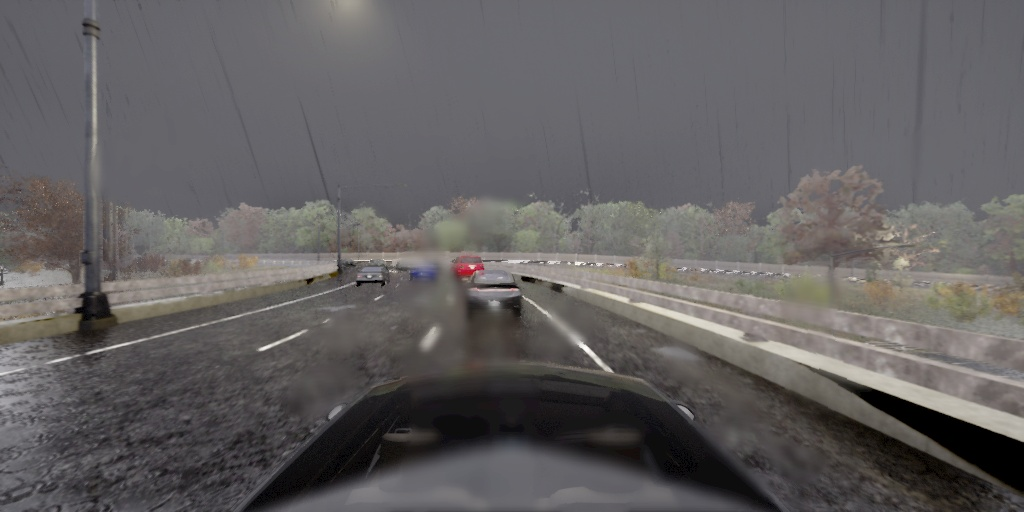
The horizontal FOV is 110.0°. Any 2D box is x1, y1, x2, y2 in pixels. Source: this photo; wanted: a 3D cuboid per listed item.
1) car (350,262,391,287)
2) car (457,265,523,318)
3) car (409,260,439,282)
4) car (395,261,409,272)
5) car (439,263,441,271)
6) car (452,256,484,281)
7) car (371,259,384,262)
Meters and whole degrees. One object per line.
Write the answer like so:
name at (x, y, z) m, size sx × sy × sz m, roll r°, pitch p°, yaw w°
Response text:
car at (-9.715, 1.354, 25.359) m, size 2.033 × 1.411 × 5.357 m, roll 0°, pitch 0°, yaw -14°
car at (-0.744, 1.247, 13.117) m, size 2.128 × 1.511 × 4.902 m, roll 0°, pitch 0°, yaw -6°
car at (-7.317, 1.270, 29.641) m, size 1.882 × 1.535 × 5.008 m, roll 0°, pitch 0°, yaw -15°
car at (-14.879, 1.400, 49.705) m, size 1.994 × 1.385 × 4.181 m, roll 0°, pitch 0°, yaw -26°
car at (-11.271, 1.321, 50.318) m, size 1.837 × 1.490 × 4.892 m, roll 0°, pitch 0°, yaw -26°
car at (-3.698, 0.994, 29.883) m, size 2.150 × 2.045 × 5.566 m, roll 0°, pitch 0°, yaw -15°
car at (-18.332, 1.208, 48.785) m, size 2.097 × 1.767 × 4.553 m, roll 0°, pitch 0°, yaw -26°
